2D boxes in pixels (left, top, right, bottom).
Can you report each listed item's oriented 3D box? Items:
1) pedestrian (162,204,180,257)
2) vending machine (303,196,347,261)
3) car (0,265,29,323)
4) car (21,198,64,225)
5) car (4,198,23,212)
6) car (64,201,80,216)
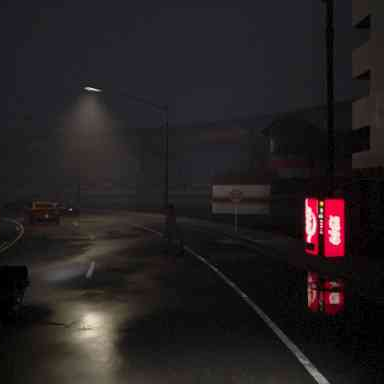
[{"bbox_3d":[-0.728,1.294,11.510,0.375,1.860,0.375,0,0,-14],"label":"pedestrian"},{"bbox_3d":[4.520,1.195,11.353,1.100,2.100,0.880,0,0,-13],"label":"vending machine"},{"bbox_3d":[-3.771,1.600,4.157,1.895,1.301,4.718,0,0,-7],"label":"car"},{"bbox_3d":[-11.184,1.477,24.623,1.882,1.535,5.008,0,0,-32],"label":"car"},{"bbox_3d":[-19.738,1.491,38.389,4.902,1.511,2.128,0,0,33],"label":"car"},{"bbox_3d":[-12.362,1.564,31.671,1.994,1.385,4.181,0,0,-42],"label":"car"}]
